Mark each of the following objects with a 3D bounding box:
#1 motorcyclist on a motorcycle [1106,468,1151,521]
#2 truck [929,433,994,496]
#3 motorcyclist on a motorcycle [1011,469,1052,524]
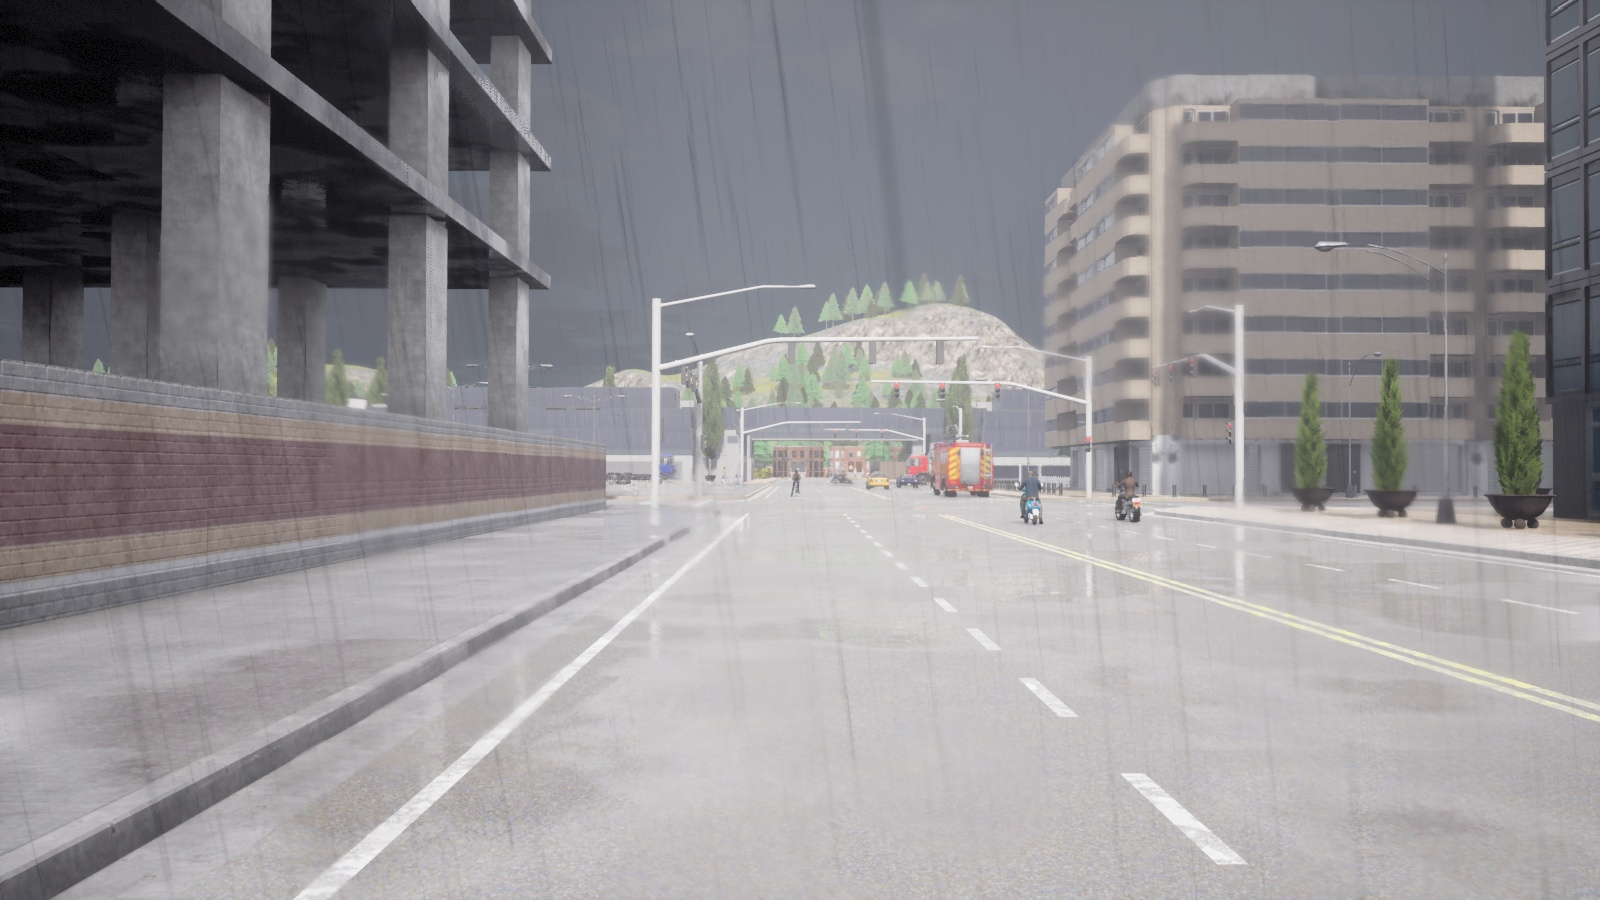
[{"bbox_3d":[10.392,1.390,39.816,0.766,1.649,2.350,0,-1,0],"label":"motorcyclist on a motorcycle"},{"bbox_3d":[10.276,0.962,80.805,2.891,3.827,8.468,0,-1,-1],"label":"truck"},{"bbox_3d":[6.898,1.369,37.519,0.866,1.590,1.817,0,-1,0],"label":"motorcyclist on a motorcycle"}]
